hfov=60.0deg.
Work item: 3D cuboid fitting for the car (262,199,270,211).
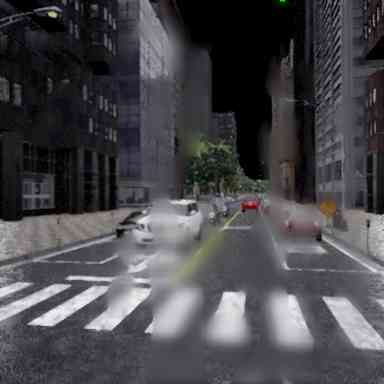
[{"bbox_3d":[9.497,1.900,38.875,1.887,1.381,4.507,-1,-1,11],"label":"car"}]

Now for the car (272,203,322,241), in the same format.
[{"bbox_3d":[5.513,1.584,17.546,1.967,1.590,4.097,-1,-1,11],"label":"car"}]

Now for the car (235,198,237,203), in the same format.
[{"bbox_3d":[10.080,2.378,88.449,1.967,1.590,4.097,-1,-1,11],"label":"car"}]

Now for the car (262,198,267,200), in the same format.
[{"bbox_3d":[11.519,1.991,49.708,1.752,1.417,4.829,-1,-1,11],"label":"car"}]

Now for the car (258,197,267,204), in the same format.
[{"bbox_3d":[18.456,2.178,86.871,2.192,1.841,5.009,-1,-1,11],"label":"car"}]

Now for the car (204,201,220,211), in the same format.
[{"bbox_3d":[3.110,2.122,51.113,1.802,1.307,4.206,-1,-1,11],"label":"car"}]

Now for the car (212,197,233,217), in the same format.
[{"bbox_3d":[2.859,1.711,35.175,2.097,1.767,4.553,-1,-1,11],"label":"car"}]

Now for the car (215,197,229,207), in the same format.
[{"bbox_3d":[6.095,2.023,67.117,2.192,1.841,5.009,-1,-1,11],"label":"car"}]

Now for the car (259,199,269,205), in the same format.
[{"bbox_3d":[16.467,2.299,76.203,2.008,1.369,4.403,-1,-1,11],"label":"car"}]

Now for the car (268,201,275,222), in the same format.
[{"bbox_3d":[6.509,1.636,22.879,1.967,1.590,4.097,-1,-1,11],"label":"car"}]

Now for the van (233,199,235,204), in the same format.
[{"bbox_3d":[9.083,2.222,83.117,1.690,1.788,3.998,-1,-1,11],"label":"van"}]

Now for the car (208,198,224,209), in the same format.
[{"bbox_3d":[4.103,1.910,56.449,2.192,1.841,5.009,-1,-1,11],"label":"car"}]

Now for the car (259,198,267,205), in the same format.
[{"bbox_3d":[17.493,2.333,81.703,1.752,1.417,4.829,-1,-1,11],"label":"car"}]

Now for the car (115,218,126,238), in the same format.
[{"bbox_3d":[-2.865,1.785,19.111,1.947,1.339,4.313,-1,-1,11],"label":"car"}]

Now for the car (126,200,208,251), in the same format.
[{"bbox_3d":[-0.870,1.385,15.297,2.150,2.045,5.566,-1,-1,11],"label":"car"}]

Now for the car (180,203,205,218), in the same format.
[{"bbox_3d":[0.091,1.901,34.945,1.752,1.417,4.829,-1,-1,11],"label":"car"}]

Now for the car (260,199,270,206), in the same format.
[{"bbox_3d":[15.470,2.235,70.871,1.887,1.381,4.507,-1,-1,11],"label":"car"}]

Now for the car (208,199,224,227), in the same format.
[{"bbox_3d":[0.975,1.611,25.149,2.097,1.767,4.553,-1,-1,11],"label":"car"}]

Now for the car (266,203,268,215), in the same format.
[{"bbox_3d":[7.506,1.830,28.209,1.802,1.307,4.206,-1,-1,11],"label":"car"}]

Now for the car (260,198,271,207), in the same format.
[{"bbox_3d":[14.474,2.073,65.539,1.967,1.590,4.097,-1,-1,11],"label":"car"}]

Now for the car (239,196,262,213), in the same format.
[{"bbox_3d":[7.744,1.647,43.989,2.150,2.045,5.566,-1,-1,10],"label":"car"}]

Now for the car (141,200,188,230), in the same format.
[{"bbox_3d":[-1.872,1.586,24.448,2.192,1.841,5.009,-1,-1,11],"label":"car"}]

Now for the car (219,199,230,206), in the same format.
[{"bbox_3d":[7.093,2.310,72.447,1.887,1.381,4.507,-1,-1,11],"label":"car"}]

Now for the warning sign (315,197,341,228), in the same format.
[{"bbox_3d":[8.456,1.274,20.733,1.300,1.860,1.060,0,0,11],"label":"warning sign"}]
